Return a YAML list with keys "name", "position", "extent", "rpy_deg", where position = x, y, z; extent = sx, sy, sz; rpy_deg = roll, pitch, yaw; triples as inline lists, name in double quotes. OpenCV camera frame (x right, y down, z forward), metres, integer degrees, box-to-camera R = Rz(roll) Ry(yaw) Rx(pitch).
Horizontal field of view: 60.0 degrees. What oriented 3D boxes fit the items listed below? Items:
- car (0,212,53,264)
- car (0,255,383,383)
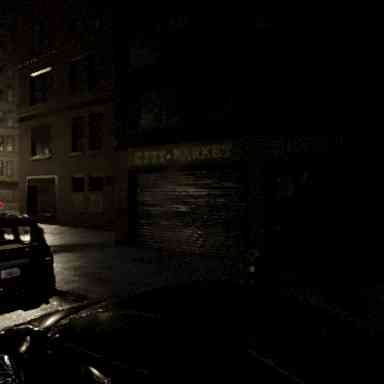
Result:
- name: "car"
  position: [-4.679, 1.303, 6.418]
  extent: [5.009, 1.841, 2.192]
  rpy_deg: [0, 0, 35]
- name: "car"
  position: [-0.182, 1.563, 3.211]
  extent: [4.313, 1.339, 1.947]
  rpy_deg: [0, 0, 35]
